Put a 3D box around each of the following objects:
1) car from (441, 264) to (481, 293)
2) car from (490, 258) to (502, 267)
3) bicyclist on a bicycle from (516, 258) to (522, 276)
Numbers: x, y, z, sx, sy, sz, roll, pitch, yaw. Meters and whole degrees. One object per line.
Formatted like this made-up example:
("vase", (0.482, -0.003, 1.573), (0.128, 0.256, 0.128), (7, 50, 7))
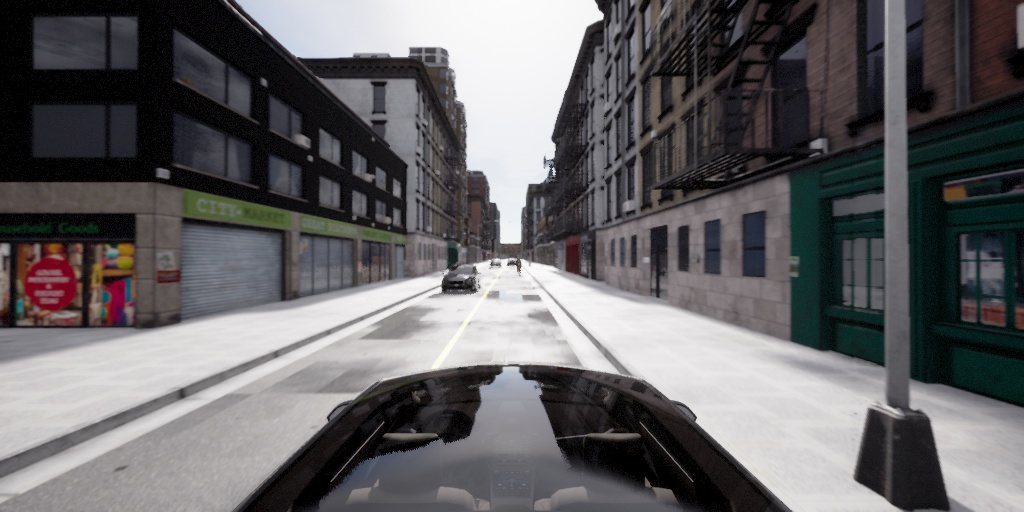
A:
("car", (-2.844, 1.242, 20.795), (1.837, 1.490, 4.892), (0, 0, 0))
("car", (-2.779, 1.164, 61.290), (2.128, 1.511, 4.902), (0, 0, 1))
("bicyclist on a bicycle", (0.761, 1.170, 35.585), (0.582, 1.620, 1.656), (0, 0, 0))
